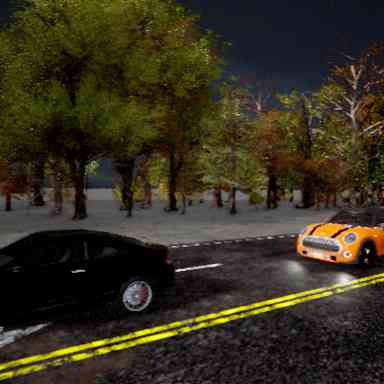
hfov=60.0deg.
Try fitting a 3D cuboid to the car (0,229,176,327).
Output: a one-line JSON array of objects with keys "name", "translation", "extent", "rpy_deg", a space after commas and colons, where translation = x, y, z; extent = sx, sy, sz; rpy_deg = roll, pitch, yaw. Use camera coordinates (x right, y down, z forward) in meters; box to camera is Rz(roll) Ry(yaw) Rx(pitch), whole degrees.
[{"name": "car", "translation": [-2.515, 1.430, 5.922], "extent": [4.674, 1.442, 1.812], "rpy_deg": [1, 1, -33]}]

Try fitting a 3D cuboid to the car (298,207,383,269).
[{"name": "car", "translation": [5.678, 1.318, 11.169], "extent": [4.553, 1.767, 2.097], "rpy_deg": [0, 1, -33]}]
